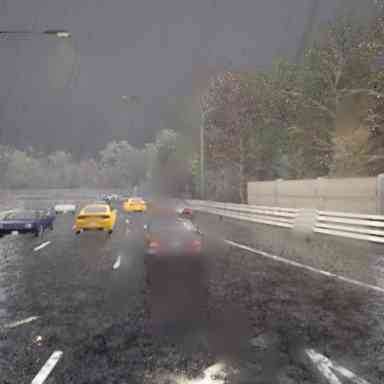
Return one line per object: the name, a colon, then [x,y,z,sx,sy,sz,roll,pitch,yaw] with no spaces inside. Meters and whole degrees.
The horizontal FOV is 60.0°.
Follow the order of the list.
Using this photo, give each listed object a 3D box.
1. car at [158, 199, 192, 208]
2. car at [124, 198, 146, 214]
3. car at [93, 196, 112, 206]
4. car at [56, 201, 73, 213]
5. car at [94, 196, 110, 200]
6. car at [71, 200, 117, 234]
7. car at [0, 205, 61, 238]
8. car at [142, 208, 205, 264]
car: [-1.271,1.296,23.742,2.097,1.767,4.553,-1,0,-13]
car: [-6.149,1.431,35.456,1.882,1.535,5.008,0,0,-18]
car: [-14.840,1.478,54.848,1.837,1.490,4.892,0,1,-29]
car: [-13.153,1.615,34.627,1.895,1.301,4.718,-1,0,-19]
car: [-10.123,1.509,36.394,1.812,1.442,4.674,0,0,-19]
car: [-5.460,1.470,19.346,1.882,1.535,5.008,0,0,-10]
car: [-8.715,1.625,17.837,1.895,1.301,4.718,0,0,-10]
car: [-0.726,1.521,11.784,2.033,1.411,5.357,0,0,-7]
